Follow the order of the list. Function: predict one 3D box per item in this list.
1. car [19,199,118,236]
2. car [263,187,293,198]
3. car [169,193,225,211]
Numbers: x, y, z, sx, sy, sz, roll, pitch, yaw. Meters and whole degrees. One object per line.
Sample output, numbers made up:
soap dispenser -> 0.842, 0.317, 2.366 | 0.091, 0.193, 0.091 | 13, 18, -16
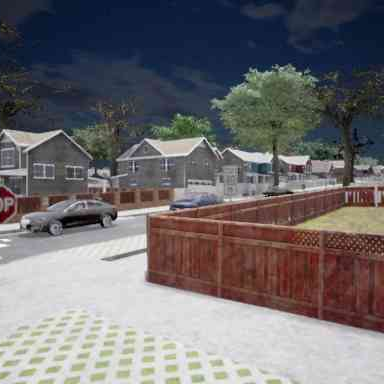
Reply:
car -> -5.911, 1.142, 16.495 | 2.128, 1.511, 4.902 | 0, 2, 36
car -> 9.898, 0.113, 38.276 | 1.895, 1.301, 4.718 | 0, 3, 36
car -> 0.529, 0.757, 25.385 | 2.033, 1.411, 5.357 | 0, 3, 36
